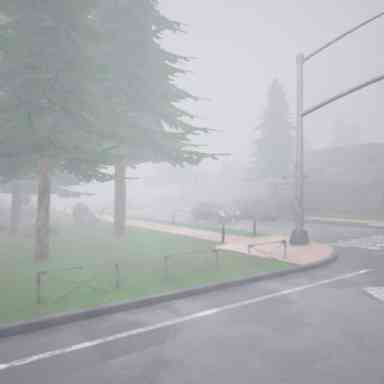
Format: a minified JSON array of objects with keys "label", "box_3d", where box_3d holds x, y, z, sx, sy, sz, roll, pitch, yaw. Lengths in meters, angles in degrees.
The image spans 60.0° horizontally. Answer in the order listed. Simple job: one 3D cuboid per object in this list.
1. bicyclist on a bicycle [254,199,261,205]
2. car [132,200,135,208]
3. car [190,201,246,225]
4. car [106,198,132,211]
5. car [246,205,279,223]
[{"label":"bicyclist on a bicycle","box_3d":[6.445,1.532,32.818,1.656,1.620,0.582,0,0,-35]},{"label":"car","box_3d":[-10.597,1.701,53.003,1.882,1.535,5.008,0,0,-26]},{"label":"car","box_3d":[1.768,1.561,26.520,2.097,1.767,4.553,0,0,-35]},{"label":"car","box_3d":[-10.062,1.688,44.261,1.882,1.535,5.008,0,0,-30]},{"label":"car","box_3d":[5.216,1.784,28.023,1.994,1.385,4.181,0,0,-35]}]
